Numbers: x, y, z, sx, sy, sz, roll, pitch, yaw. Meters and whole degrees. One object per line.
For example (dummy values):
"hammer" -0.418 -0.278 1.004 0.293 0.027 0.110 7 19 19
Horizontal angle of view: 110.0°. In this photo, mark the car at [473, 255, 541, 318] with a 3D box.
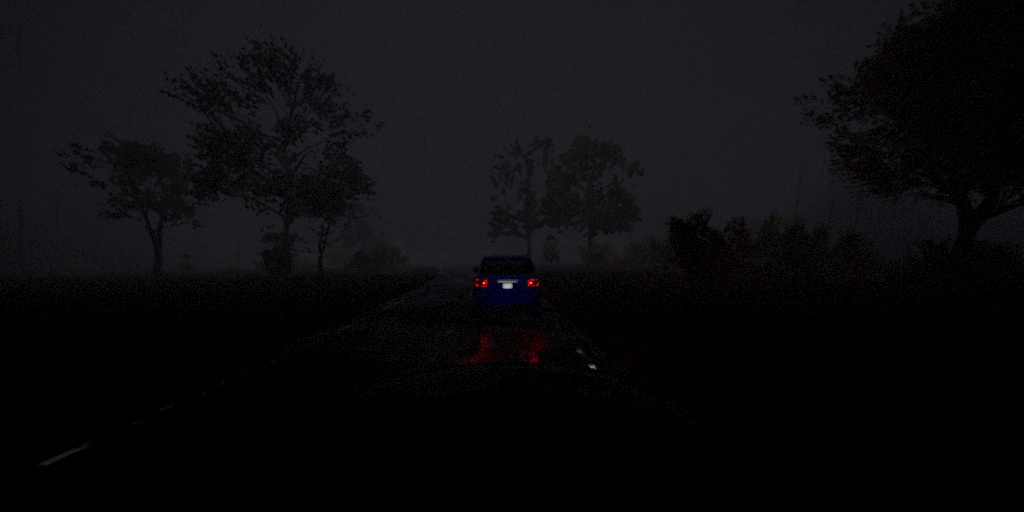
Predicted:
"car" -0.264 0.976 13.256 2.150 2.045 5.566 0 0 -3
